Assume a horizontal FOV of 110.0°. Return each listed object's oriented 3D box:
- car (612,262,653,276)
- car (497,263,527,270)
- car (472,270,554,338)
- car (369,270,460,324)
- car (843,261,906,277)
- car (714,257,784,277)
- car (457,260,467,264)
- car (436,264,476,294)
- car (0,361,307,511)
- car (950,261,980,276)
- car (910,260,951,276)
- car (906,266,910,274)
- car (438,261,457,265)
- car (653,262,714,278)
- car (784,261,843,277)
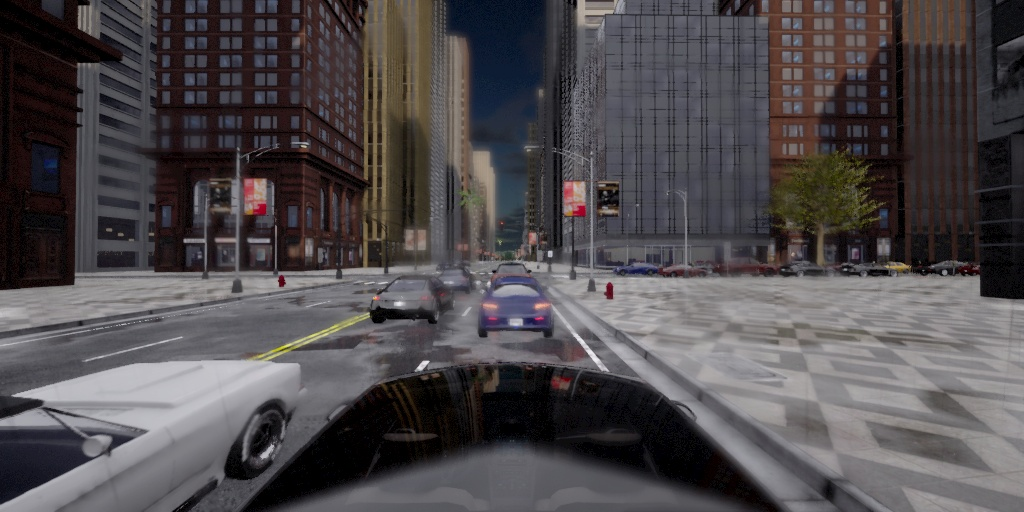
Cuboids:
[{"bbox_3d":[13.022,1.347,37.897,4.674,1.442,1.812,0,-1,1],"label":"car"},{"bbox_3d":[-0.012,1.135,19.110,2.097,1.767,4.553,0,0,0],"label":"car"},{"bbox_3d":[0.099,1.284,10.124,1.812,1.442,4.674,0,0,0],"label":"car"},{"bbox_3d":[-3.158,1.327,12.116,1.994,1.385,4.181,0,0,0],"label":"car"},{"bbox_3d":[32.208,1.260,32.425,4.313,1.339,1.948,0,0,-1],"label":"car"},{"bbox_3d":[20.934,1.041,32.242,5.009,1.841,2.192,0,0,-1],"label":"car"},{"bbox_3d":[-9.856,1.550,63.880,2.128,1.511,4.902,0,0,0],"label":"car"},{"bbox_3d":[-3.164,1.353,20.504,1.994,1.385,4.181,0,0,0],"label":"car"},{"bbox_3d":[-3.154,1.351,1.752,1.895,1.301,4.718,0,0,0],"label":"car"},{"bbox_3d":[43.484,1.214,32.608,4.507,1.381,1.888,0,0,-1],"label":"car"},{"bbox_3d":[42.776,1.206,35.222,4.892,1.490,1.837,0,-1,-1],"label":"car"},{"bbox_3d":[43.181,1.296,41.129,4.829,1.417,1.751,0,0,-1],"label":"car"},{"bbox_3d":[-9.877,1.544,52.852,1.994,1.385,4.181,0,0,0],"label":"car"},{"bbox_3d":[15.295,1.327,32.150,4.207,1.307,1.802,0,0,-1],"label":"car"},{"bbox_3d":[26.571,1.276,32.333,4.313,1.339,1.948,0,0,-1],"label":"car"}]
